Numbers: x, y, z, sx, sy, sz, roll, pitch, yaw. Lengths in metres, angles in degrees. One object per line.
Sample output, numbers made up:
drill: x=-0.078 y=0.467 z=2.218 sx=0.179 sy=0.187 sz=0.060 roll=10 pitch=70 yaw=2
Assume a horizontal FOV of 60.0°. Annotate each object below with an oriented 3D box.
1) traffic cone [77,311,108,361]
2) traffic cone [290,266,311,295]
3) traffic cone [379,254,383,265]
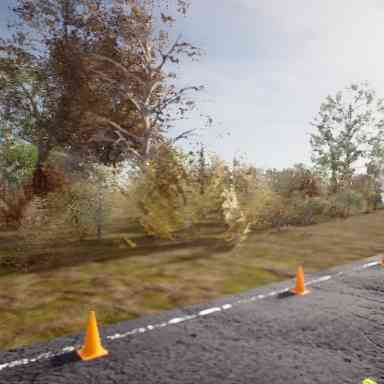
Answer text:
traffic cone: x=-1.406 y=1.980 z=4.699 sx=0.340 sy=0.580 sz=0.340 roll=0 pitch=0 yaw=-36
traffic cone: x=2.497 y=2.010 z=7.678 sx=0.340 sy=0.580 sz=0.340 roll=0 pitch=0 yaw=-38
traffic cone: x=6.298 y=2.042 z=10.784 sx=0.340 sy=0.580 sz=0.340 roll=1 pitch=0 yaw=-40
